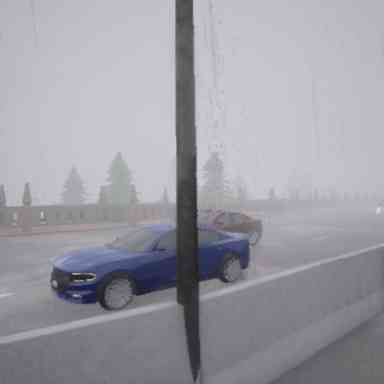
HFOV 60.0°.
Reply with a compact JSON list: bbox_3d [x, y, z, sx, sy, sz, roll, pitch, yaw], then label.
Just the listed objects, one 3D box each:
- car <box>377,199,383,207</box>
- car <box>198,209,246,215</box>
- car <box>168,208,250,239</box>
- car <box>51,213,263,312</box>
[{"bbox_3d":[29.317,1.638,49.912,1.895,1.301,4.718,-1,0,42],"label":"car"},{"bbox_3d":[0.926,1.515,13.892,5.008,1.535,1.882,0,0,-42],"label":"car"},{"bbox_3d":[1.076,1.657,18.682,4.718,1.301,1.895,0,0,-44],"label":"car"},{"bbox_3d":[-0.712,1.502,8.027,5.008,1.535,1.882,0,0,-39],"label":"car"}]
